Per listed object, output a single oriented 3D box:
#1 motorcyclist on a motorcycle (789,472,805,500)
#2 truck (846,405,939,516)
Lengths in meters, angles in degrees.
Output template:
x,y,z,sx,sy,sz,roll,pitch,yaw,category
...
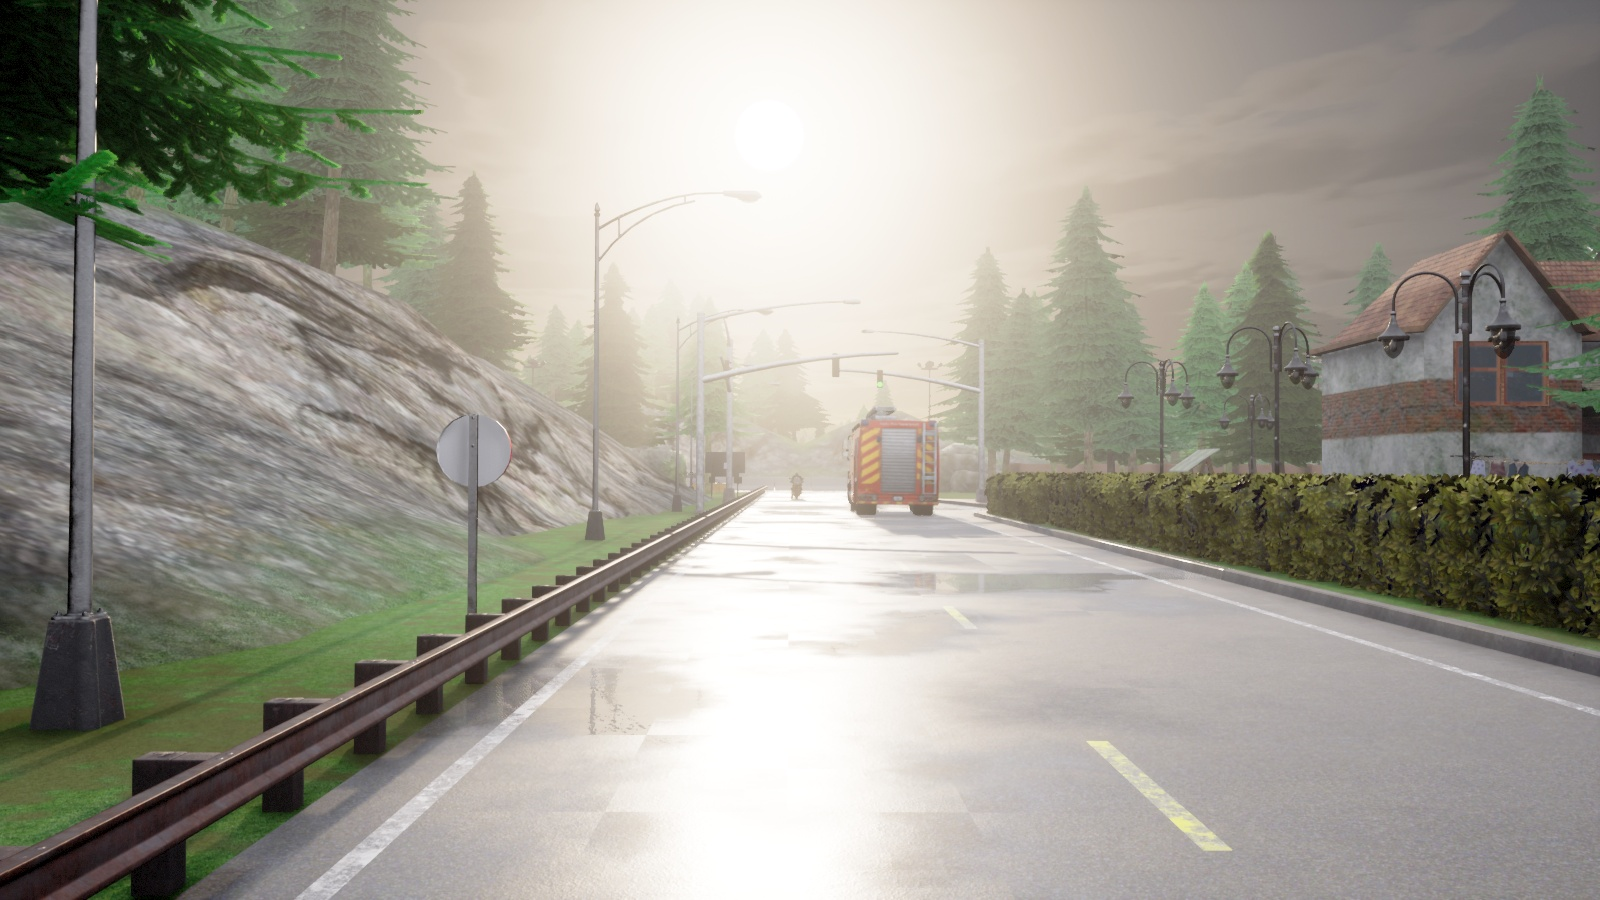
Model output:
x,y,z,sx,sy,sz,roll,pitch,yaw,category
-0.166,2.027,70.237,0.866,1.530,2.191,0,-1,0,motorcyclist on a motorcycle
3.383,0.466,47.959,2.891,3.827,8.468,0,-2,0,truck
